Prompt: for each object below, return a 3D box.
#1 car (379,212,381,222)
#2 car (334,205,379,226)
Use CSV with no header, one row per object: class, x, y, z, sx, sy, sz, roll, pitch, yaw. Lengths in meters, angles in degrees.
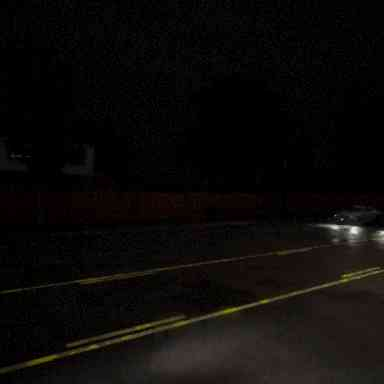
car,16.236,1.504,24.171,5.566,2.045,2.150,1,0,-35
car,13.127,1.795,26.251,4.674,1.442,1.812,1,0,-35
